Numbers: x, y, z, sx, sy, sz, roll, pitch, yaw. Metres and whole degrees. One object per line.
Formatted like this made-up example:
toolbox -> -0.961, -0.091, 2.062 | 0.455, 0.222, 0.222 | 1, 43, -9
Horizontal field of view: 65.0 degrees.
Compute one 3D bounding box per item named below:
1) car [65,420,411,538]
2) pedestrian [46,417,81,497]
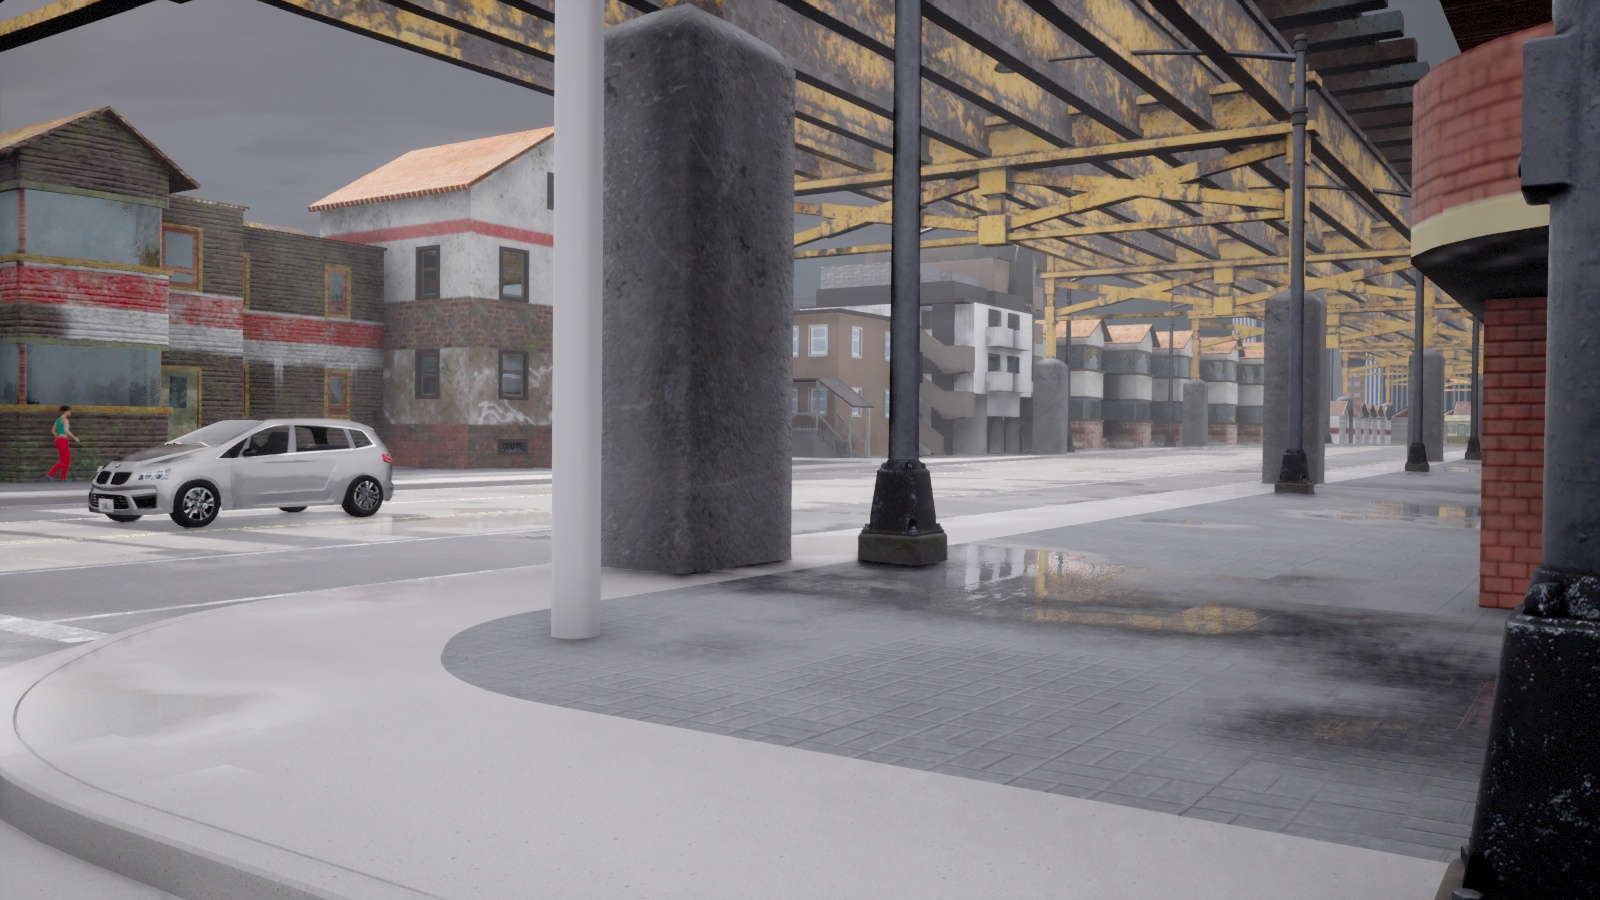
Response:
car -> -8.901, 0.379, 20.294 | 2.242, 1.667, 4.611 | 0, 1, 34
pedestrian -> -17.140, 0.153, 29.228 | 0.345, 1.836, 0.594 | 0, 1, 42
